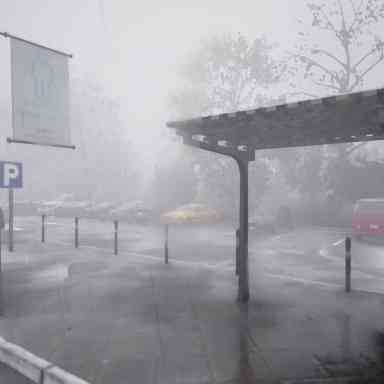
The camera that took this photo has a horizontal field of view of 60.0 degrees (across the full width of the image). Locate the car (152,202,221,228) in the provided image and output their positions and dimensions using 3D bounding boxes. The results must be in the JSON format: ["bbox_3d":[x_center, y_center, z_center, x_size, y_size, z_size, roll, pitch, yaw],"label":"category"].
[{"bbox_3d":[-0.007,1.475,22.495,1.946,1.575,5.366,0,0,36],"label":"car"}]

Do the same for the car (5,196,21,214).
[{"bbox_3d":[-15.715,1.456,33.933,2.097,1.535,5.008,0,0,36],"label":"car"}]

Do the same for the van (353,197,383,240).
[{"bbox_3d":[9.204,1.264,16.290,1.878,1.987,4.442,0,0,36],"label":"van"}]

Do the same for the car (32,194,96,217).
[{"bbox_3d":[-11.210,1.213,30.687,2.435,2.045,5.566,0,0,36],"label":"car"}]

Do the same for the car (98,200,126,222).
[{"bbox_3d":[-4.413,1.474,25.877,2.231,1.521,4.892,0,0,36],"label":"car"}]

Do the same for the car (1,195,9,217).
[{"bbox_3d":[-17.865,1.445,35.701,1.946,1.575,5.366,0,0,36],"label":"car"}]

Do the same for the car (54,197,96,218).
[{"bbox_3d":[-8.931,1.467,29.102,2.097,1.535,5.008,0,0,36],"label":"car"}]

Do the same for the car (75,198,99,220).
[{"bbox_3d":[-6.672,1.470,27.489,2.097,1.535,5.008,0,0,36],"label":"car"}]

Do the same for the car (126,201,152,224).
[{"bbox_3d":[-2.141,1.505,24.283,2.163,1.488,4.792,0,0,36],"label":"car"}]

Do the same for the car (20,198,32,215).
[{"bbox_3d":[-13.455,1.462,32.318,2.231,1.521,4.892,0,0,36],"label":"car"}]

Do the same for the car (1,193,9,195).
[{"bbox_3d":[-24.767,1.154,40.367,2.435,2.045,5.566,0,0,36],"label":"car"}]

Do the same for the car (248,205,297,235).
[{"bbox_3d":[4.602,1.514,19.396,2.163,1.488,4.792,0,0,36],"label":"car"}]
